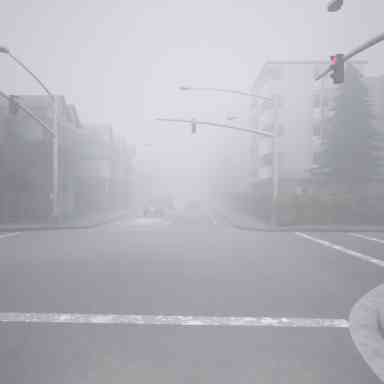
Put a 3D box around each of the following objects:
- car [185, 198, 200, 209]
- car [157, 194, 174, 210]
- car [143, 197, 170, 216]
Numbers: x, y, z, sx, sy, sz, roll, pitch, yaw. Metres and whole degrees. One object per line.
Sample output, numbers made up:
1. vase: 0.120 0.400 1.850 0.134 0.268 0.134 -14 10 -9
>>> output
1. car: 0.119 1.526 45.537 1.812 1.442 4.674 0 0 0
2. car: -3.556 1.221 42.964 2.150 2.045 5.566 0 0 0
3. car: -3.581 1.491 32.388 2.128 1.511 4.902 0 0 0
